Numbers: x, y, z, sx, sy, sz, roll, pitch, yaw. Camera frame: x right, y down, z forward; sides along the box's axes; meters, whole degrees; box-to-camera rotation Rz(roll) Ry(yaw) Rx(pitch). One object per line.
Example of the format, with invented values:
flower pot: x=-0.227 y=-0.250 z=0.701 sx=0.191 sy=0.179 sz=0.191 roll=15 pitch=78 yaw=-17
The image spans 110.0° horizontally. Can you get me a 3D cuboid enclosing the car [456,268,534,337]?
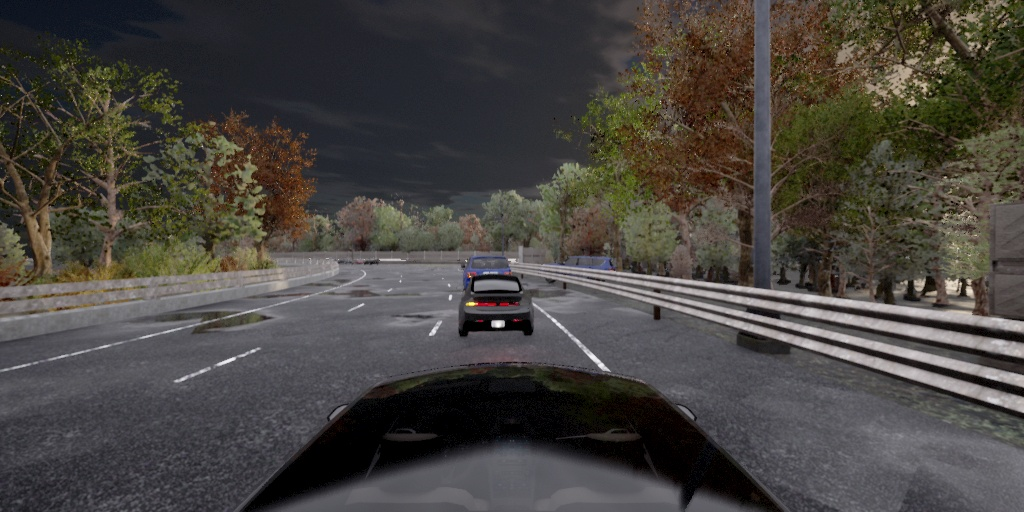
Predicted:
car: x=-0.534 y=1.259 z=10.361 sx=1.837 sy=1.490 sz=4.892 roll=0 pitch=0 yaw=-5

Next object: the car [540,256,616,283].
car: x=4.780 y=1.009 z=26.214 sx=5.566 sy=2.045 sz=2.150 roll=3 pitch=1 yaw=17

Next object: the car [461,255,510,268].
car: x=-1.317 y=0.978 z=17.852 sx=2.150 sy=2.045 sz=5.566 roll=0 pitch=0 yaw=-9
